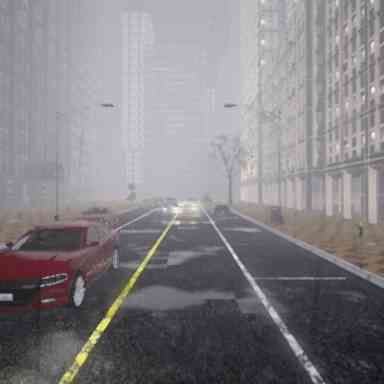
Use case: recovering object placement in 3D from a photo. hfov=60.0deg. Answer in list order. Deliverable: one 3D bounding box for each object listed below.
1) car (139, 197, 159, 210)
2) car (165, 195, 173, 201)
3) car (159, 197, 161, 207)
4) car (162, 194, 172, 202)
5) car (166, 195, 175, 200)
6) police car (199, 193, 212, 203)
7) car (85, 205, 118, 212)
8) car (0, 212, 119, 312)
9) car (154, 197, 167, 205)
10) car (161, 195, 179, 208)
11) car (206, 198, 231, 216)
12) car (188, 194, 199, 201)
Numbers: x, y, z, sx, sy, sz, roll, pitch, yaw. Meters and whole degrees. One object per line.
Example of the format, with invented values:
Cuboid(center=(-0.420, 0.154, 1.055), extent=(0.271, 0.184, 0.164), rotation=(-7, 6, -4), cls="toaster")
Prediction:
Cuboid(center=(-5.677, 1.496, 42.702), extent=(1.752, 1.417, 4.829), rotation=(1, 0, 0), cls="car")
Cuboid(center=(-5.672, 1.515, 82.371), extent=(1.802, 1.307, 4.206), rotation=(1, 0, 0), cls="car")
Cuboid(center=(-5.676, 1.510, 48.515), extent=(1.887, 1.381, 4.507), rotation=(1, 0, 0), cls="car")
Cuboid(center=(-5.671, 1.379, 76.728), extent=(1.967, 1.590, 4.097), rotation=(1, 0, 0), cls="car")
Cuboid(center=(-5.672, 1.493, 88.014), extent=(1.947, 1.339, 4.313), rotation=(1, 0, 0), cls="car")
Cuboid(center=(3.009, 1.374, 67.169), extent=(1.930, 1.638, 5.238), rotation=(0, 0, 0), cls="police car")
Cuboid(center=(-5.680, 1.532, 20.300), extent=(1.887, 1.381, 4.507), rotation=(1, 0, 0), cls="car")
Cuboid(center=(-3.101, 1.473, 8.031), extent=(1.882, 1.535, 5.008), rotation=(0, 0, 0), cls="car")
Cuboid(center=(-5.675, 1.521, 59.800), extent=(1.947, 1.339, 4.313), rotation=(1, 0, 0), cls="car")
Cuboid(center=(-3.076, 1.492, 48.128), extent=(1.812, 1.442, 4.674), rotation=(0, 0, 0), cls="car")
Cuboid(center=(2.702, 1.530, 31.596), extent=(2.008, 1.369, 4.403), rotation=(1, 0, 0), cls="car")
Cuboid(center=(0.010, 1.418, 80.090), extent=(1.994, 1.385, 4.181), rotation=(0, 0, 0), cls="car")
